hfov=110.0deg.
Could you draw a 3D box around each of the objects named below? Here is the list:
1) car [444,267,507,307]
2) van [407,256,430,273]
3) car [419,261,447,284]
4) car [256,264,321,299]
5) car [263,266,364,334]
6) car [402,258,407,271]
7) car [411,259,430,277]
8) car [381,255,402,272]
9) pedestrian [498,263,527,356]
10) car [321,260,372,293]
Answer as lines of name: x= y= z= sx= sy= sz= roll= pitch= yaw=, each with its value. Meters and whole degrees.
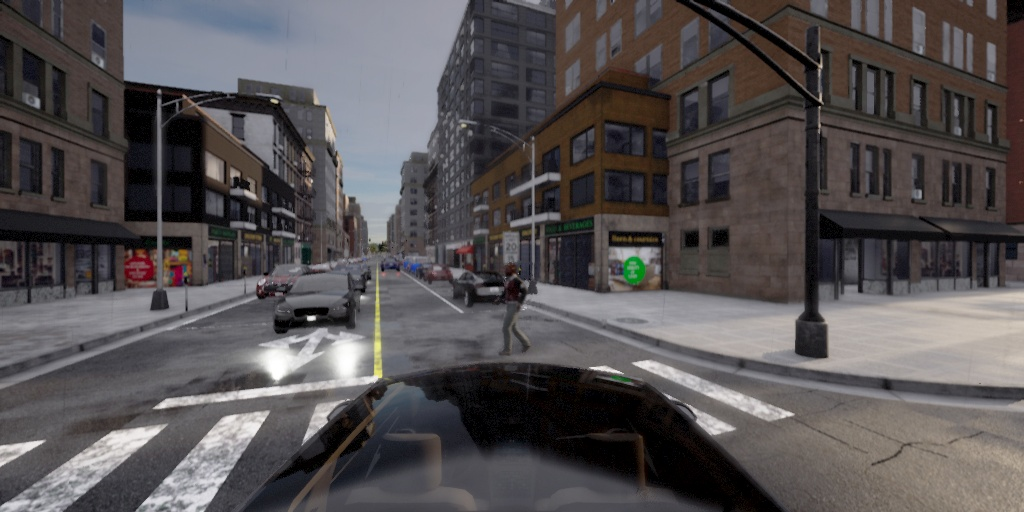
car: x=-1.374 y=1.268 z=15.110 sx=1.948 sy=1.339 sz=4.313 roll=0 pitch=0 yaw=-21
van: x=-9.127 y=0.975 z=35.744 sx=1.690 sy=1.789 sz=3.998 roll=0 pitch=0 yaw=-21
car: x=-5.251 y=1.247 z=25.428 sx=1.802 sy=1.307 sz=4.207 roll=0 pitch=0 yaw=-21
car: x=-10.825 y=1.132 z=17.447 sx=1.967 sy=1.591 sz=4.097 roll=0 pitch=0 yaw=-21
car: x=-5.608 y=1.221 z=10.772 sx=1.837 sy=1.490 sz=4.892 roll=0 pitch=0 yaw=-21
car: x=-11.065 y=1.170 z=40.903 sx=2.007 sy=1.370 sz=4.403 roll=0 pitch=0 yaw=-21
car: x=-7.189 y=1.215 z=30.586 sx=1.948 sy=1.339 sz=4.313 roll=0 pitch=0 yaw=-21
car: x=-14.803 y=0.965 z=43.637 sx=2.097 sy=1.767 sz=4.553 roll=0 pitch=0 yaw=-21
pedestrian: x=0.012 y=1.025 z=7.119 sx=0.375 sy=1.860 sz=0.375 roll=0 pitch=0 yaw=-21
car: x=-8.945 y=1.176 z=19.654 sx=2.128 sy=1.511 sz=4.902 roll=0 pitch=0 yaw=-21
